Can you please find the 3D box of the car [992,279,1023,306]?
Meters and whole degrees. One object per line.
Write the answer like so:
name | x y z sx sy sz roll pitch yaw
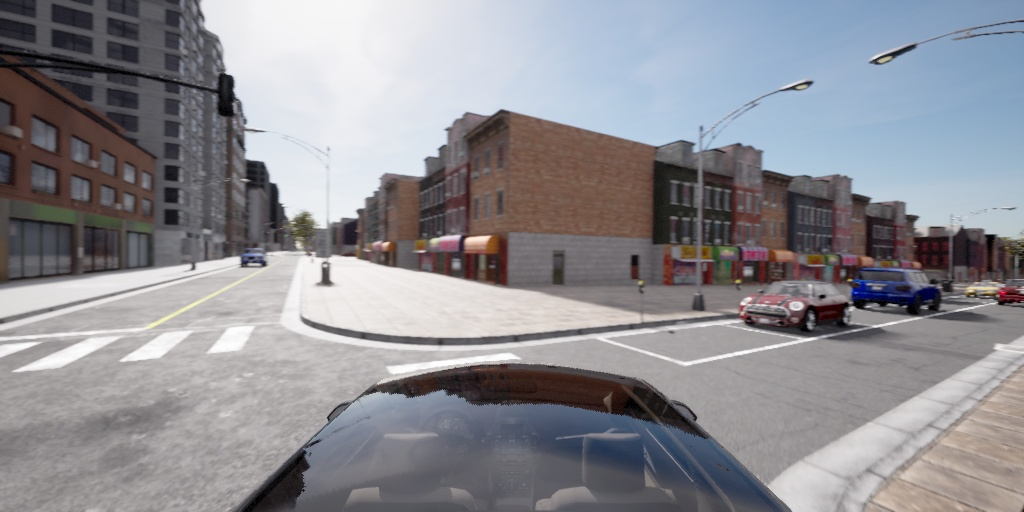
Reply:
car | 31.941 2.223 22.052 4.553 1.767 2.097 2 0 -30

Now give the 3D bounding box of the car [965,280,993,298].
car | 37.719 2.634 28.510 4.829 1.417 1.751 0 0 -30

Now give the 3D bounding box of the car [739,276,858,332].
car | 9.606 1.560 12.206 4.097 1.591 1.967 0 0 -30

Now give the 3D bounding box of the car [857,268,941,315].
car | 19.104 1.659 17.829 5.566 2.045 2.150 2 0 -30

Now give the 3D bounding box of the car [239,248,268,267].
car | -28.528 0.146 39.752 2.150 2.045 5.566 0 0 -30
